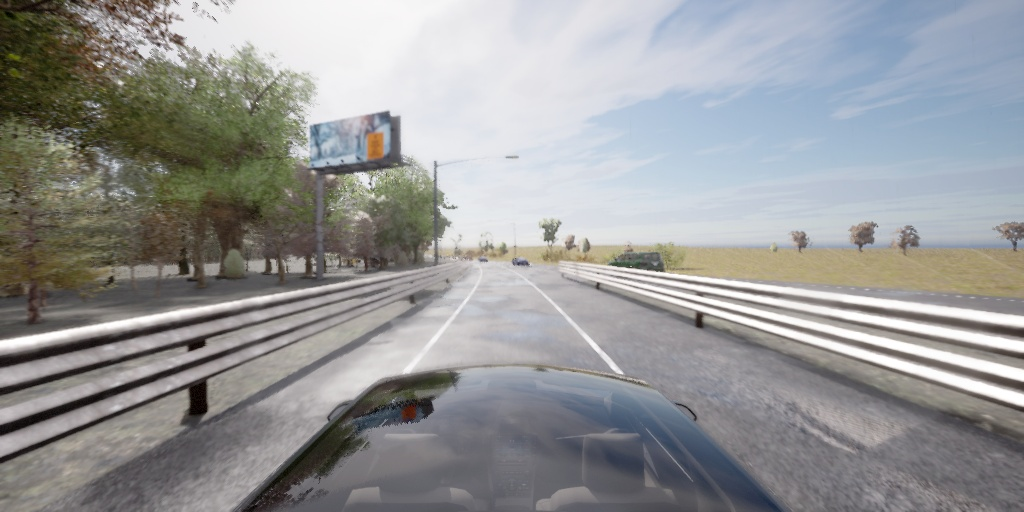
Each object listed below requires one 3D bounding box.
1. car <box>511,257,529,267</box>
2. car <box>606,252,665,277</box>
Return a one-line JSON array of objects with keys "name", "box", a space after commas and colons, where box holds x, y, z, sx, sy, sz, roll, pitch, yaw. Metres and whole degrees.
[{"name": "car", "box": [1.338, 0.933, 57.977, 1.812, 1.442, 4.674, -1, 0, -15]}, {"name": "car", "box": [9.505, 0.692, 28.098, 2.150, 2.045, 5.566, -1, 0, -15]}]
